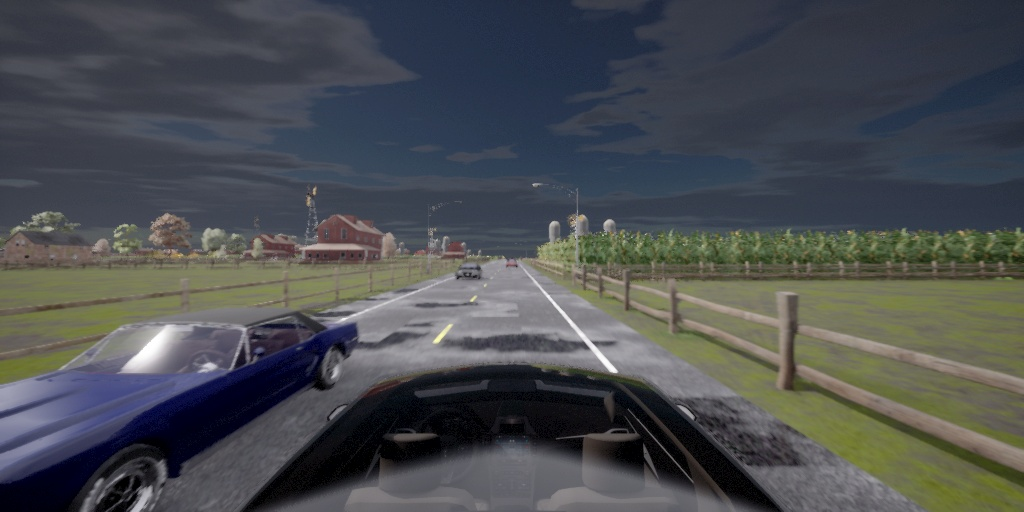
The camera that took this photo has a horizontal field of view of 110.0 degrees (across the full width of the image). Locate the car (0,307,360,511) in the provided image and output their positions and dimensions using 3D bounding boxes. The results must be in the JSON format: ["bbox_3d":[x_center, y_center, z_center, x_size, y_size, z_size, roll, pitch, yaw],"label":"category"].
[{"bbox_3d":[-3.588,1.348,4.039,1.895,1.301,4.718,0,0,0],"label":"car"}]

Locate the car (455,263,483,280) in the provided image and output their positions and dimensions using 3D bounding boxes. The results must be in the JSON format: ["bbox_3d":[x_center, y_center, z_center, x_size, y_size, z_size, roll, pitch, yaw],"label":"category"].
[{"bbox_3d":[-3.513,1.265,30.218,1.994,1.385,4.181,0,0,0],"label":"car"}]

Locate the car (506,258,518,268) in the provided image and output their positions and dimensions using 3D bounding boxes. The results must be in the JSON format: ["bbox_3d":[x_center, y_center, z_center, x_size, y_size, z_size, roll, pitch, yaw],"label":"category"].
[{"bbox_3d":[-0.027,1.192,58.982,1.994,1.385,4.181,0,0,0],"label":"car"}]
